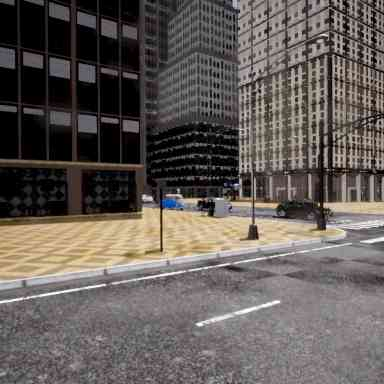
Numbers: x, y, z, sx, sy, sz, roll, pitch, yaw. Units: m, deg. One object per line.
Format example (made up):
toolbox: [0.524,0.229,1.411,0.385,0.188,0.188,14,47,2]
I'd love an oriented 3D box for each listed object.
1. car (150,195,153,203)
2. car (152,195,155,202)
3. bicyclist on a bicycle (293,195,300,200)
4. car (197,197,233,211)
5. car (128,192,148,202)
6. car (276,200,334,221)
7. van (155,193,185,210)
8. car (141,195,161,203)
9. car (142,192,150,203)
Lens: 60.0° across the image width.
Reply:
car: [-4.732,1.036,57.969,2.192,1.841,5.009,0,0,-34]
car: [-3.226,1.349,45.388,1.812,1.442,4.674,-1,1,-34]
bicyclist on a bicycle: [11.998,1.119,38.415,1.656,1.620,0.582,-1,1,-34]
car: [2.467,1.363,36.929,2.128,1.511,4.902,-1,1,-34]
car: [-10.927,0.982,67.155,2.192,1.841,5.009,0,0,-34]
car: [9.072,1.434,27.135,1.837,1.490,4.892,-1,0,-34]
van: [-2.389,1.211,39.506,1.690,1.788,3.998,0,0,-34]
car: [-7.829,1.239,62.563,1.887,1.381,4.507,0,0,-34]
car: [-8.554,1.254,58.998,1.812,1.442,4.674,-1,1,-34]
